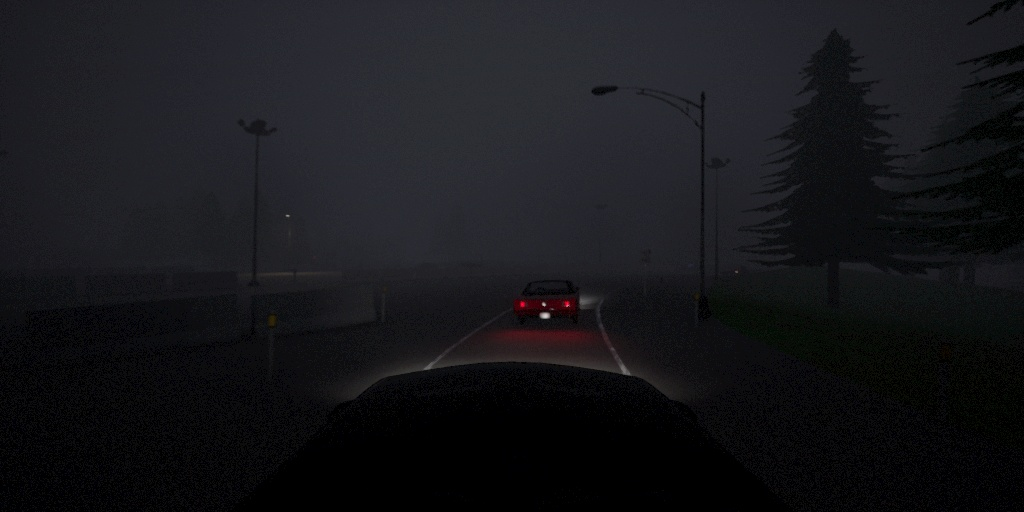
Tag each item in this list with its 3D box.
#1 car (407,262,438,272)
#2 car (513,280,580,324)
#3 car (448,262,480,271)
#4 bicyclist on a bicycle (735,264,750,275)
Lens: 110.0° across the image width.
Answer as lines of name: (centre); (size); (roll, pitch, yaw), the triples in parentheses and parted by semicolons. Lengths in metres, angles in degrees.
car: (-12.532, 1.631, 50.357); (1.812, 1.442, 4.674); (0, 0, 42)
car: (1.385, 1.472, 12.385); (1.895, 1.301, 4.718); (-2, -2, 12)
car: (-6.255, 1.595, 46.867); (2.128, 1.511, 4.902); (0, 0, 42)
bicyclist on a bicycle: (32.261, 1.969, 50.378); (1.656, 1.620, 0.582); (5, -1, 43)
